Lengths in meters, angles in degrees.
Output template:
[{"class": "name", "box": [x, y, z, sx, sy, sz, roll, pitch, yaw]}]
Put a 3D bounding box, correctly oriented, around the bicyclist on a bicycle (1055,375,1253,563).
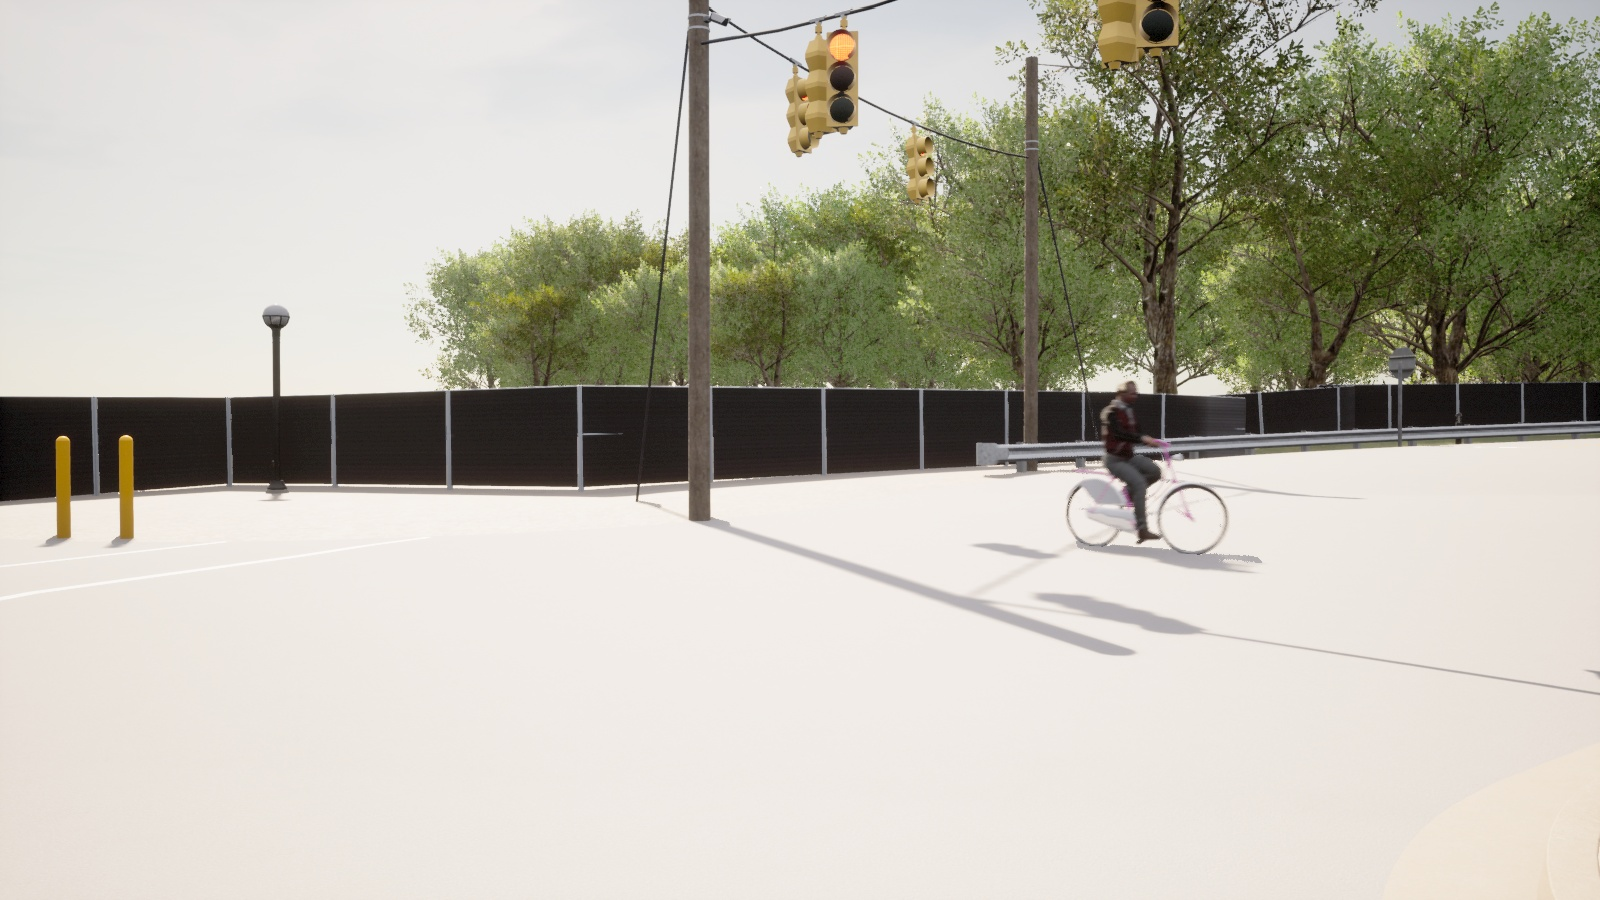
[{"class": "bicyclist on a bicycle", "box": [3.573, 0.169, 12.796, 1.843, 1.776, 0.659, 1, 1, 45]}]
